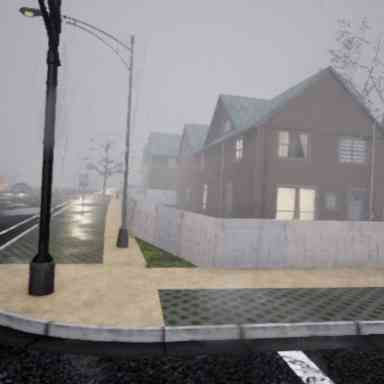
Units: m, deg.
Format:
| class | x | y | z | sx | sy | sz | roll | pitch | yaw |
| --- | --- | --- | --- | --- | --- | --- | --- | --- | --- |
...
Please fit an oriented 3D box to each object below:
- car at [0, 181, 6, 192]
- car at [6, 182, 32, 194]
| class | x | y | z | sx | sy | sz | roll | pitch | yaw |
| --- | --- | --- | --- | --- | --- | --- | --- | --- | --- |
| car | -26.383 | -0.789 | 44.664 | 1.882 | 1.535 | 5.008 | 3 | 1 | -12 |
| car | -23.203 | -0.585 | 45.303 | 1.812 | 1.442 | 4.674 | 3 | 1 | -12 |
